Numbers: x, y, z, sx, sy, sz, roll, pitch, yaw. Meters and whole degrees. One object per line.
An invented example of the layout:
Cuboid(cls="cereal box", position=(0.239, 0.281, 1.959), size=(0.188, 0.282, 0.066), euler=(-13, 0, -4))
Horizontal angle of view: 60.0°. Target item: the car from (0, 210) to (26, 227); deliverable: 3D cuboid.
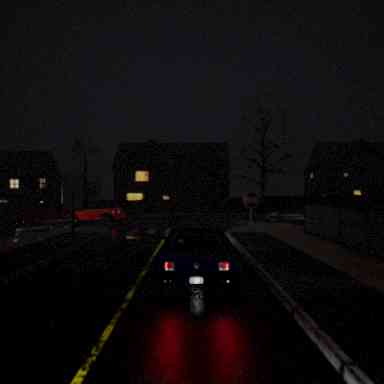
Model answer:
Cuboid(cls="car", position=(-14.741, 1.959, 24.325), size=(4.892, 1.490, 1.837), euler=(-1, 1, 0))

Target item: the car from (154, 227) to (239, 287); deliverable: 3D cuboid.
Cuboid(cls="car", position=(0.099, 1.650, 9.463), size=(1.895, 1.301, 4.718), euler=(0, 0, 0))

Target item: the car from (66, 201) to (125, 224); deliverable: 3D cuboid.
Cuboid(cls="car", position=(-7.855, 1.622, 26.910), size=(4.553, 1.767, 2.097), euler=(-1, 1, 15))

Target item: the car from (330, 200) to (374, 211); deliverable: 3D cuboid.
Cuboid(cls="car", position=(12.611, 1.330, 27.308), size=(5.357, 1.411, 2.033), euler=(-1, 1, 0))
